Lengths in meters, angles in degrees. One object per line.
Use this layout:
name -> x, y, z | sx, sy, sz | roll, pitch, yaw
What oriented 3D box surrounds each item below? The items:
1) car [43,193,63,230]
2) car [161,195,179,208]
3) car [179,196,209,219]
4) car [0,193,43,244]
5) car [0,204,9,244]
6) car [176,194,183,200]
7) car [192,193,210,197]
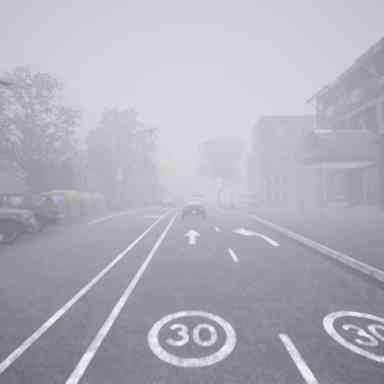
car -> -9.466, 1.095, 16.653 | 5.566, 2.045, 2.435 | -1, 1, -20
car -> -3.376, 1.520, 48.145 | 1.812, 1.442, 4.674 | 0, -1, 2
car -> 0.193, 1.294, 26.637 | 1.812, 1.442, 4.674 | 0, 0, 1
car -> -9.420, 1.121, 13.725 | 5.566, 2.045, 2.435 | -1, 0, -20
car -> -9.279, 1.394, 10.830 | 5.366, 1.575, 1.946 | -1, 0, -20
car -> -2.722, 1.487, 64.278 | 2.150, 2.045, 5.566 | 0, -1, 3
car -> 0.946, 1.157, 44.775 | 2.150, 2.045, 5.566 | 0, -1, 2
